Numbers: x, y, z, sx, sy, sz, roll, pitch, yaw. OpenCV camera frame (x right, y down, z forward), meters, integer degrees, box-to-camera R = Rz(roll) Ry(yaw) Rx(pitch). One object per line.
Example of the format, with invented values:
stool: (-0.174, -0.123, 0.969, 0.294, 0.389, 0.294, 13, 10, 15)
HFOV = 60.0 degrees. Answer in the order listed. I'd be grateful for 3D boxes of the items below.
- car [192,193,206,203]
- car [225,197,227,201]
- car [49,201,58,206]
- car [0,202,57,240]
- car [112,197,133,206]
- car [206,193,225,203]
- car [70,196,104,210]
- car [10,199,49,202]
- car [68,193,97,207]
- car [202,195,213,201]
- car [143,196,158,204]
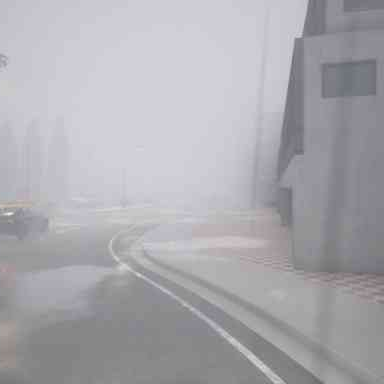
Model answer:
car: (1.607, 1.217, 71.642, 2.150, 2.045, 5.566, 0, 0, 13)
car: (7.391, 1.552, 80.915, 1.994, 1.385, 4.181, 0, 0, 13)
car: (-18.045, 1.601, 39.175, 1.895, 1.301, 4.718, 0, 0, 14)
car: (-8.836, 1.492, 16.794, 2.128, 1.511, 4.902, 0, 0, -6)
car: (-11.022, 1.492, 53.319, 2.128, 1.511, 4.902, 0, 0, 13)
car: (5.011, 1.225, 70.783, 2.150, 2.045, 5.566, 0, 0, 13)
car: (-13.375, 1.601, 43.387, 1.895, 1.301, 4.718, 0, 0, 13)
car: (-16.681, 1.478, 32.078, 1.882, 1.535, 5.008, 0, 0, 20)
car: (-15.770, 1.221, 48.501, 2.150, 2.045, 5.566, 0, 0, 13)
car: (3.897, 1.356, 81.349, 1.812, 1.442, 4.674, 0, 0, 13)
car: (-8.122, 1.564, 65.406, 1.994, 1.385, 4.181, 0, 0, 14)
